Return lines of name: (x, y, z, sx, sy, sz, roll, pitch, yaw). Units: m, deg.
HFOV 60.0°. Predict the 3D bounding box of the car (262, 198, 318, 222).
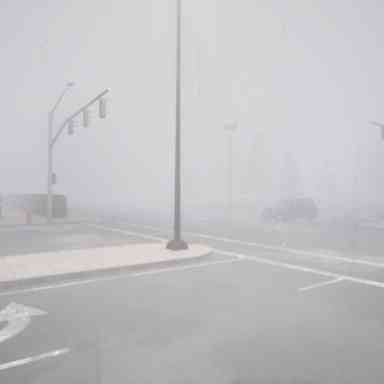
car: (8.404, 1.548, 28.287, 5.566, 2.045, 2.150, 0, 0, -35)
